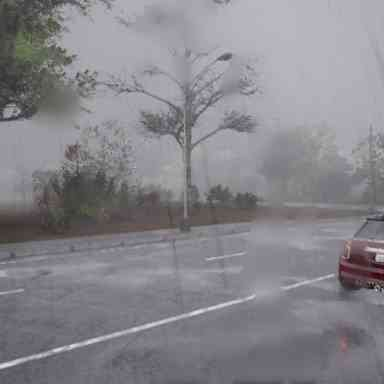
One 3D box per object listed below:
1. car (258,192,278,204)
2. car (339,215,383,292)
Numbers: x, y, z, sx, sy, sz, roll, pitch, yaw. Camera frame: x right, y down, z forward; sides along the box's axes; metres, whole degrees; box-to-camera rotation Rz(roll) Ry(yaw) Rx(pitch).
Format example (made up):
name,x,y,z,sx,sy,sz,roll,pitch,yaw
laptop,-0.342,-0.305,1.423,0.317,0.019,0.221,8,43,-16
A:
name,x,y,z,sx,sy,sz,roll,pitch,yaw
car,11.204,0.831,51.513,2.097,1.767,4.553,-1,0,-26
car,5.337,1.226,7.391,4.553,1.767,2.097,-1,1,-34
